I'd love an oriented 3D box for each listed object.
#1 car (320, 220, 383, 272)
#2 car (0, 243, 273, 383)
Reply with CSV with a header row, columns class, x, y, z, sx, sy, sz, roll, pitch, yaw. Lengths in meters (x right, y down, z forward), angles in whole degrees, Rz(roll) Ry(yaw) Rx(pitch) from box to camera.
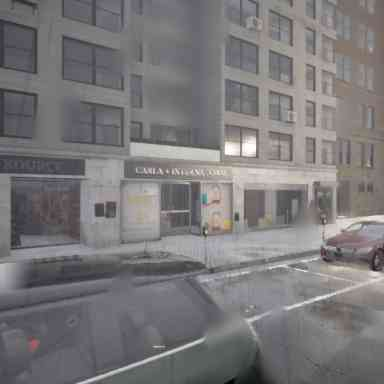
class,x,y,z,sx,sy,sz,roll,pitch,yaw
car,5.907,1.582,10.778,4.206,1.307,1.802,0,0,-36
car,-1.581,1.352,2.245,4.553,1.767,2.097,0,0,-36
